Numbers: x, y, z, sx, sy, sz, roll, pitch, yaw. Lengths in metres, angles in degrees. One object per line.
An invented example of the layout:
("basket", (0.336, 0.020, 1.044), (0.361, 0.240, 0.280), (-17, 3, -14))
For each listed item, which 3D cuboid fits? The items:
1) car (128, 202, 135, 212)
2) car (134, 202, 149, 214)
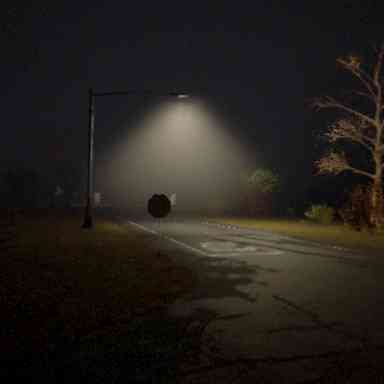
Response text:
("car", (-9.902, 2.486, 58.098), (2.097, 1.767, 4.553), (2, -2, -20))
("car", (-6.801, 2.540, 49.446), (1.994, 1.385, 4.181), (2, -2, -20))
